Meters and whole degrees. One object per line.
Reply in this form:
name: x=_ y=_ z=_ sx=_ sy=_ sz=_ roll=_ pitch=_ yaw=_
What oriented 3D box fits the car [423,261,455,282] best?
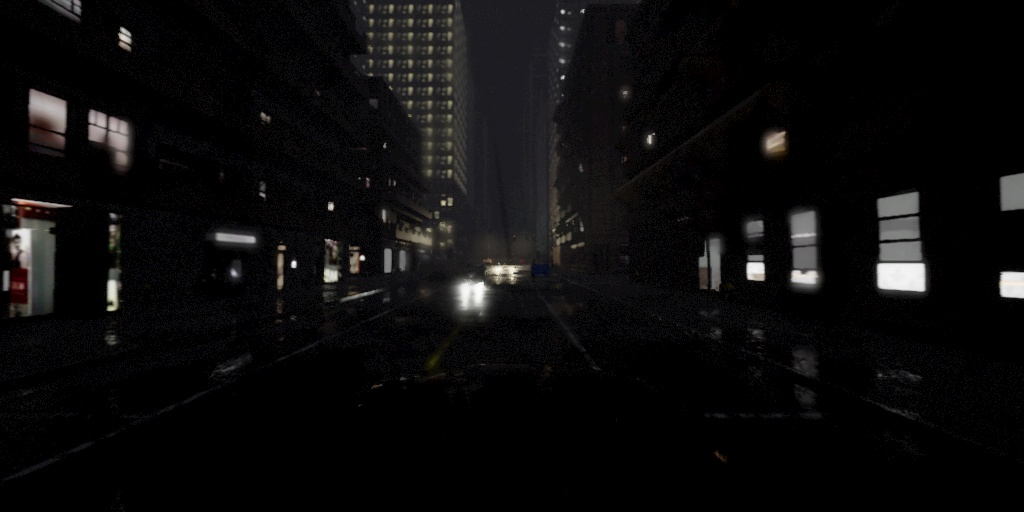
car: x=-5.652 y=1.362 z=29.652 sx=2.007 sy=1.370 sz=4.403 roll=0 pitch=0 yaw=0

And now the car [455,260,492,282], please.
car: x=-3.091 y=1.304 z=29.930 sx=2.128 sy=1.511 sz=4.902 roll=0 pitch=0 yaw=0

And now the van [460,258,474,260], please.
van: x=-5.819 y=1.188 z=46.274 sx=1.690 sy=1.789 sz=3.998 roll=0 pitch=0 yaw=0

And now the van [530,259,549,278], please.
van: x=2.698 y=1.164 z=35.244 sx=1.690 sy=1.789 sz=3.998 roll=0 pitch=0 yaw=0
